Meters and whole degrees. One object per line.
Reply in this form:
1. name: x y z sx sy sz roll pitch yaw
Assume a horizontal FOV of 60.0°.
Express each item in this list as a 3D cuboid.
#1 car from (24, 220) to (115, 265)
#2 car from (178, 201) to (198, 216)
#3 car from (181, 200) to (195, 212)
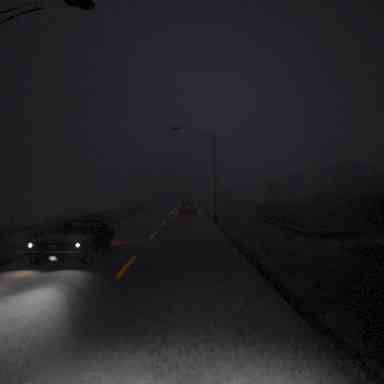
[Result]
1. car: -4.245 1.731 12.307 1.895 1.301 4.718 0 -1 -1
2. car: -0.435 1.742 37.701 2.097 1.767 4.553 0 -1 -1
3. car: -0.604 1.971 47.711 1.882 1.535 5.008 0 -1 0
